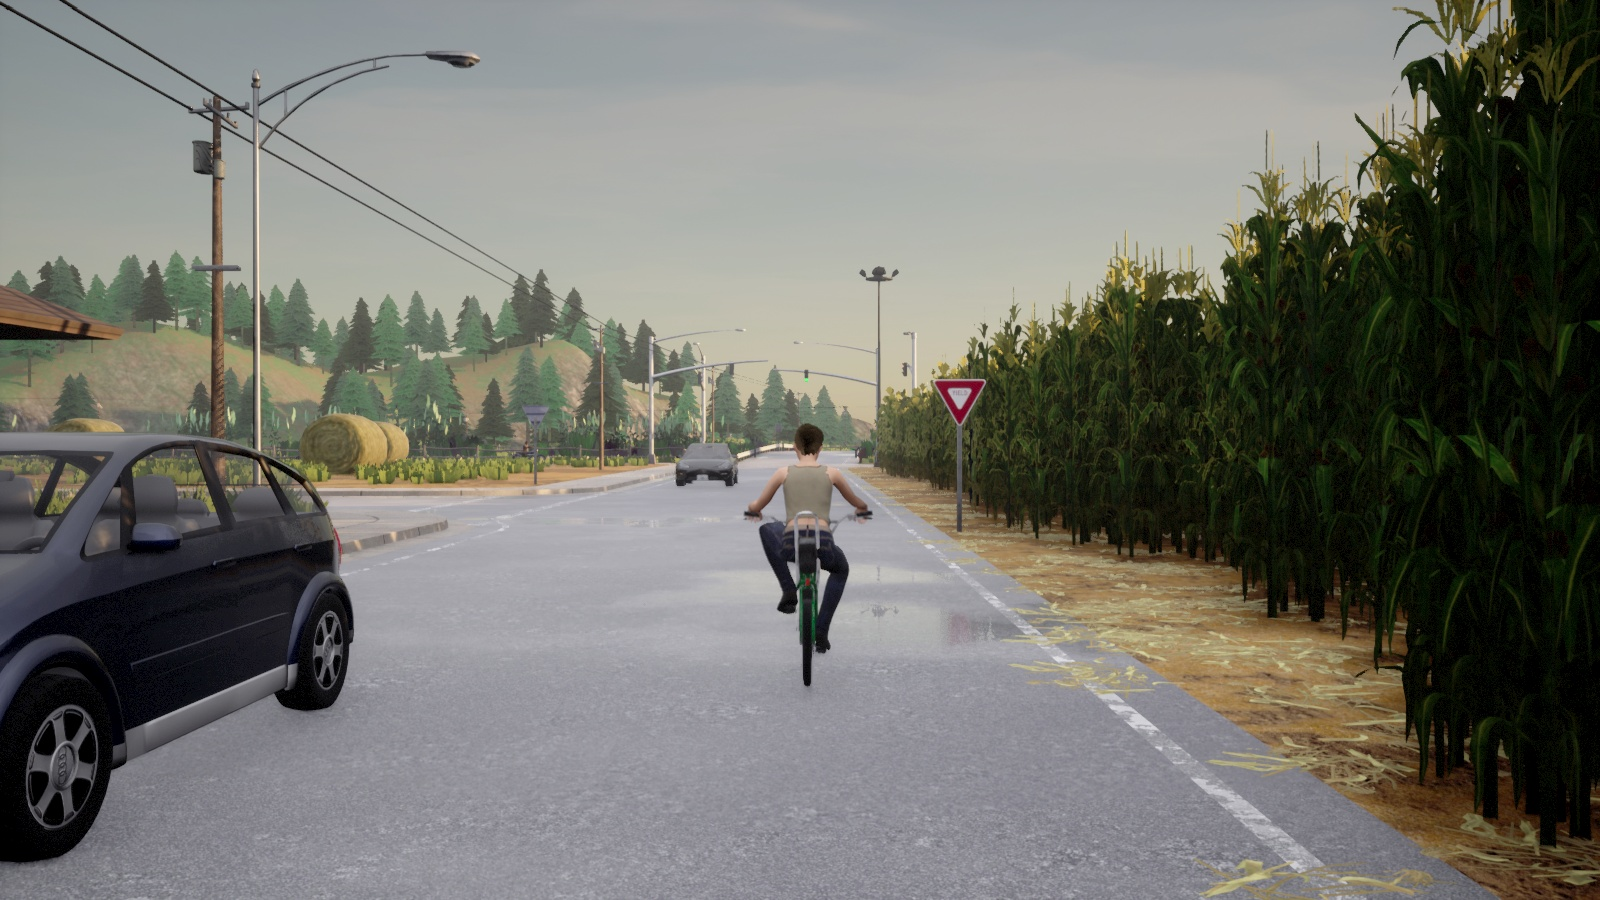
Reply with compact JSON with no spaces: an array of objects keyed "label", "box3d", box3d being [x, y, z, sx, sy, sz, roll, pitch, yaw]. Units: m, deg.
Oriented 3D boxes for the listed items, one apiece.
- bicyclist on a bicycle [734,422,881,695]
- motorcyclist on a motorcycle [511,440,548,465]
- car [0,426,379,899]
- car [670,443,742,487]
[{"label":"bicyclist on a bicycle","box3d":[0.052,0.637,8.170,0.866,1.612,1.509,0,0,1]},{"label":"motorcyclist on a motorcycle","box3d":[-18.247,0.166,84.708,2.350,1.649,0.766,0,0,3]},{"label":"car","box3d":[-3.454,0.689,5.770,1.789,1.549,3.705,0,0,0]},{"label":"car","box3d":[-3.244,0.492,44.305,2.163,1.488,4.792,0,0,0]}]
